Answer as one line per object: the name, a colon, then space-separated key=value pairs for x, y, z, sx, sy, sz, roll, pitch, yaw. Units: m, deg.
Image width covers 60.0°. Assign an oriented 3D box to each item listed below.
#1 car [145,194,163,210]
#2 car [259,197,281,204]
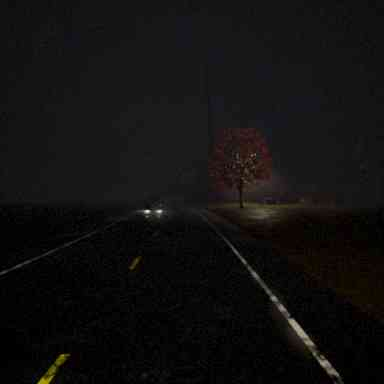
car: x=-5.151 y=1.303 z=45.448 sx=2.150 sy=2.045 sz=5.566 roll=0 pitch=0 yaw=-3
car: x=15.567 y=1.736 z=66.219 sx=4.181 sy=1.385 sz=1.994 roll=0 pitch=1 yaw=-3
